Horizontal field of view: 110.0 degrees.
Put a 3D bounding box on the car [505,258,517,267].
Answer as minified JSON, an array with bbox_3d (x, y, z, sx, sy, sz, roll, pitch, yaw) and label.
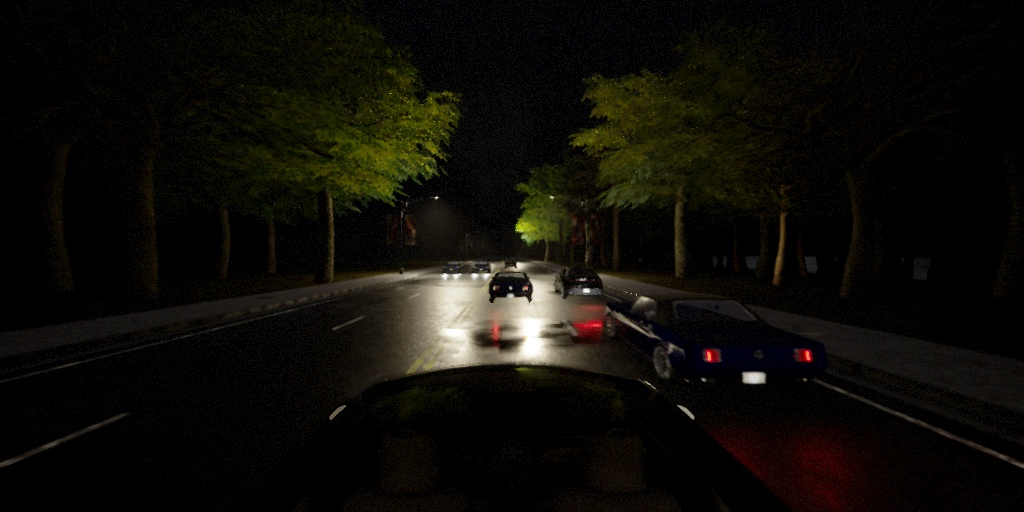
[{"bbox_3d":[-0.200,1.123,56.429,2.128,1.511,4.902,0,0,-1],"label":"car"}]

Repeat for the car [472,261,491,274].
[{"bbox_3d":[-3.405,1.281,41.246,1.994,1.385,4.181,0,0,0],"label":"car"}]

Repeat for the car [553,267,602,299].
[{"bbox_3d":[3.225,1.260,18.007,1.837,1.490,4.892,0,0,0],"label":"car"}]

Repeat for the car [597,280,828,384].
[{"bbox_3d":[3.248,1.354,7.026,1.895,1.301,4.718,0,0,0],"label":"car"}]

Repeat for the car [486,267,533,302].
[{"bbox_3d":[-0.050,1.357,17.086,1.895,1.301,4.718,0,0,0],"label":"car"}]

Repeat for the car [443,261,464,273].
[{"bbox_3d":[-6.655,1.284,41.282,1.994,1.385,4.181,0,0,0],"label":"car"}]
